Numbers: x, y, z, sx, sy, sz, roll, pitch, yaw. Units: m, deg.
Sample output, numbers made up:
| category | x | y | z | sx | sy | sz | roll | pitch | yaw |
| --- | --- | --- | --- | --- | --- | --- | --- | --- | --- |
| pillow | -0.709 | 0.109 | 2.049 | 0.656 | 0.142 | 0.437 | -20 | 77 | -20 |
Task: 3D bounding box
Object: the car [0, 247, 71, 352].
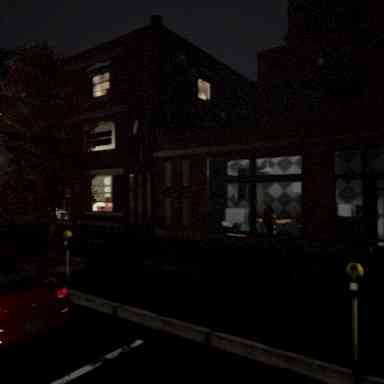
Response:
| category | x | y | z | sx | sy | sz | roll | pitch | yaw |
| --- | --- | --- | --- | --- | --- | --- | --- | --- | --- |
| car | -3.723 | 1.580 | 5.529 | 4.206 | 1.307 | 1.802 | 0 | 0 | 35 |
